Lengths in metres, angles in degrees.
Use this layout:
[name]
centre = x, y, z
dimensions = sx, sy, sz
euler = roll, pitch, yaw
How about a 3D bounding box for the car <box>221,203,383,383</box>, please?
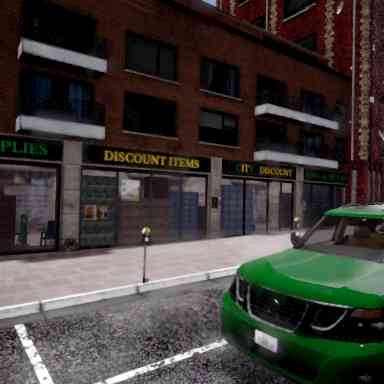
[car]
centre = 3.029, 1.227, 5.119
dimensions = 5.566, 2.045, 2.150
euler = 0, 0, -36
